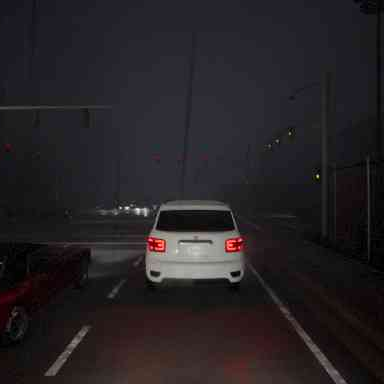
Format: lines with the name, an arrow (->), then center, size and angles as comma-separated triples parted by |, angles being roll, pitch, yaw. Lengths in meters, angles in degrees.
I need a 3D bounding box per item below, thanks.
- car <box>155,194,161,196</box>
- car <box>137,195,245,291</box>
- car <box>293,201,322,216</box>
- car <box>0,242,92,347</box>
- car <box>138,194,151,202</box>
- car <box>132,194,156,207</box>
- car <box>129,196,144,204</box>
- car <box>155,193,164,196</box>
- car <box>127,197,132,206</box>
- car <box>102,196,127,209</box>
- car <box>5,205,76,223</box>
car -> -7.005, 1.525, 58.315 | 1.812, 1.442, 4.674 | 0, 0, 0
car -> 0.083, 1.221, 9.175 | 2.150, 2.045, 5.566 | 0, 0, 0
car -> 12.406, 1.581, 32.742 | 4.674, 1.442, 1.812 | 0, 0, -2
car -> -3.435, 1.601, 6.249 | 1.895, 1.301, 4.718 | 0, 0, 1
car -> -10.411, 1.354, 73.258 | 2.097, 1.767, 4.553 | 0, 0, 0
car -> -7.027, 1.491, 49.056 | 2.128, 1.511, 4.902 | 0, 0, 0
car -> -10.474, 1.491, 63.210 | 2.128, 1.511, 4.902 | 0, 0, 1
car -> -6.916, 1.221, 69.028 | 2.150, 2.045, 5.566 | 0, 0, 0
car -> -10.525, 1.491, 53.818 | 2.128, 1.511, 4.902 | 0, 0, 0
car -> -10.540, 1.352, 44.665 | 2.097, 1.767, 4.553 | 0, 0, 0
car -> -11.520, 1.629, 25.544 | 4.718, 1.301, 1.895 | 0, 0, 0
